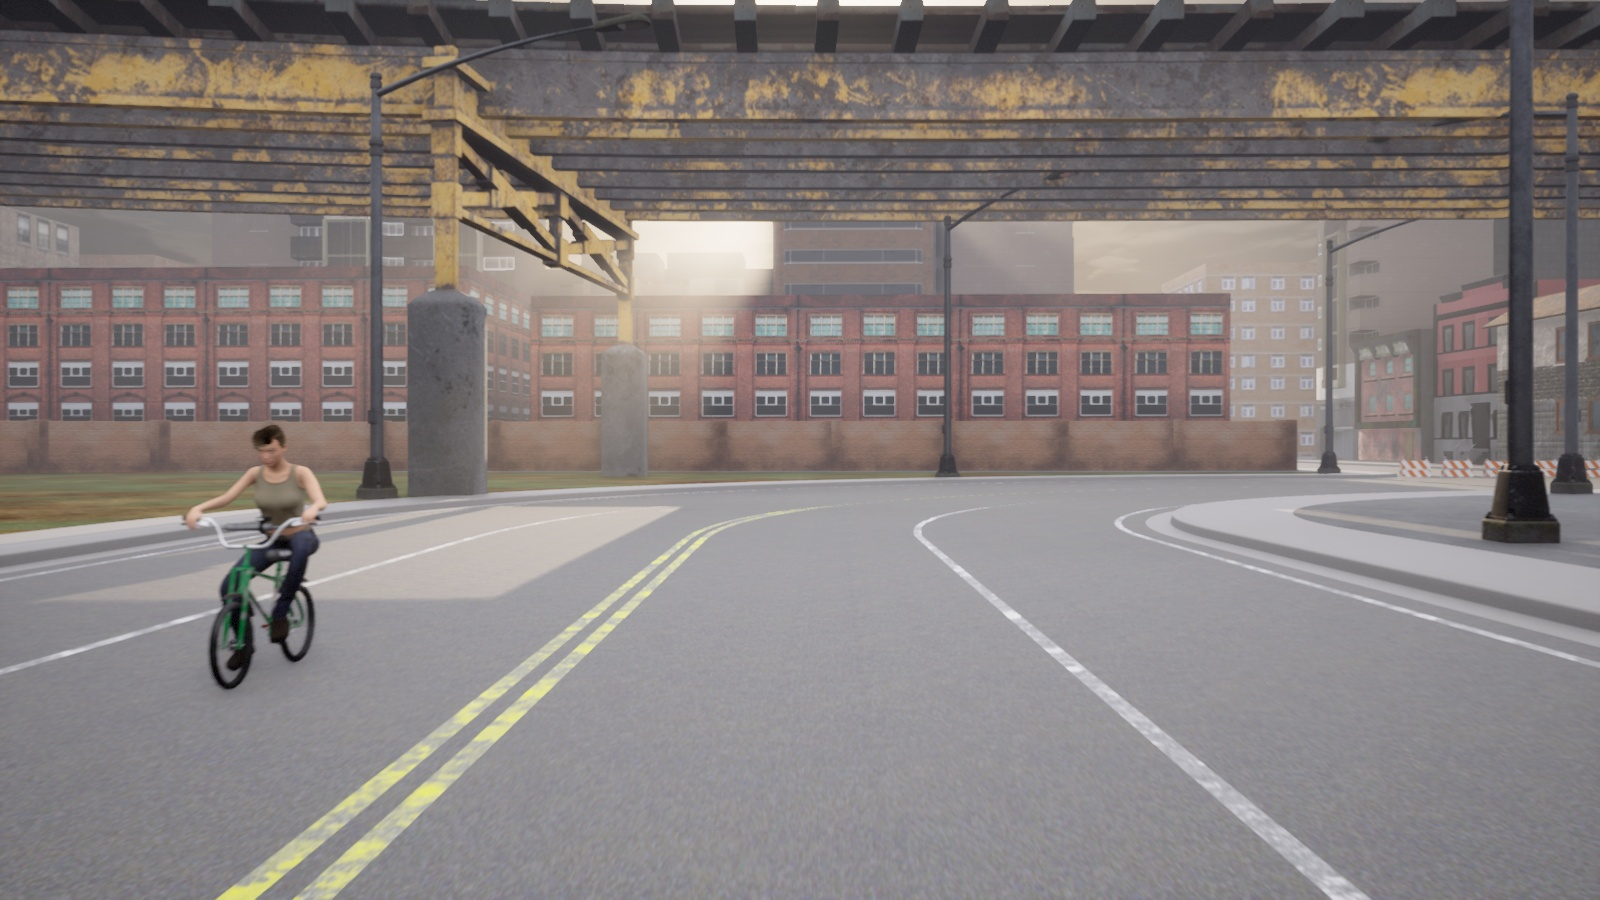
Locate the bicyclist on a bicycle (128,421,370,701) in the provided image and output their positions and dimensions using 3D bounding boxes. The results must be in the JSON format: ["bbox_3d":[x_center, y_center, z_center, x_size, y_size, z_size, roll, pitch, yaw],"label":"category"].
[{"bbox_3d":[-3.432,0.635,7.993,0.866,1.612,1.509,0,0,0],"label":"bicyclist on a bicycle"}]
